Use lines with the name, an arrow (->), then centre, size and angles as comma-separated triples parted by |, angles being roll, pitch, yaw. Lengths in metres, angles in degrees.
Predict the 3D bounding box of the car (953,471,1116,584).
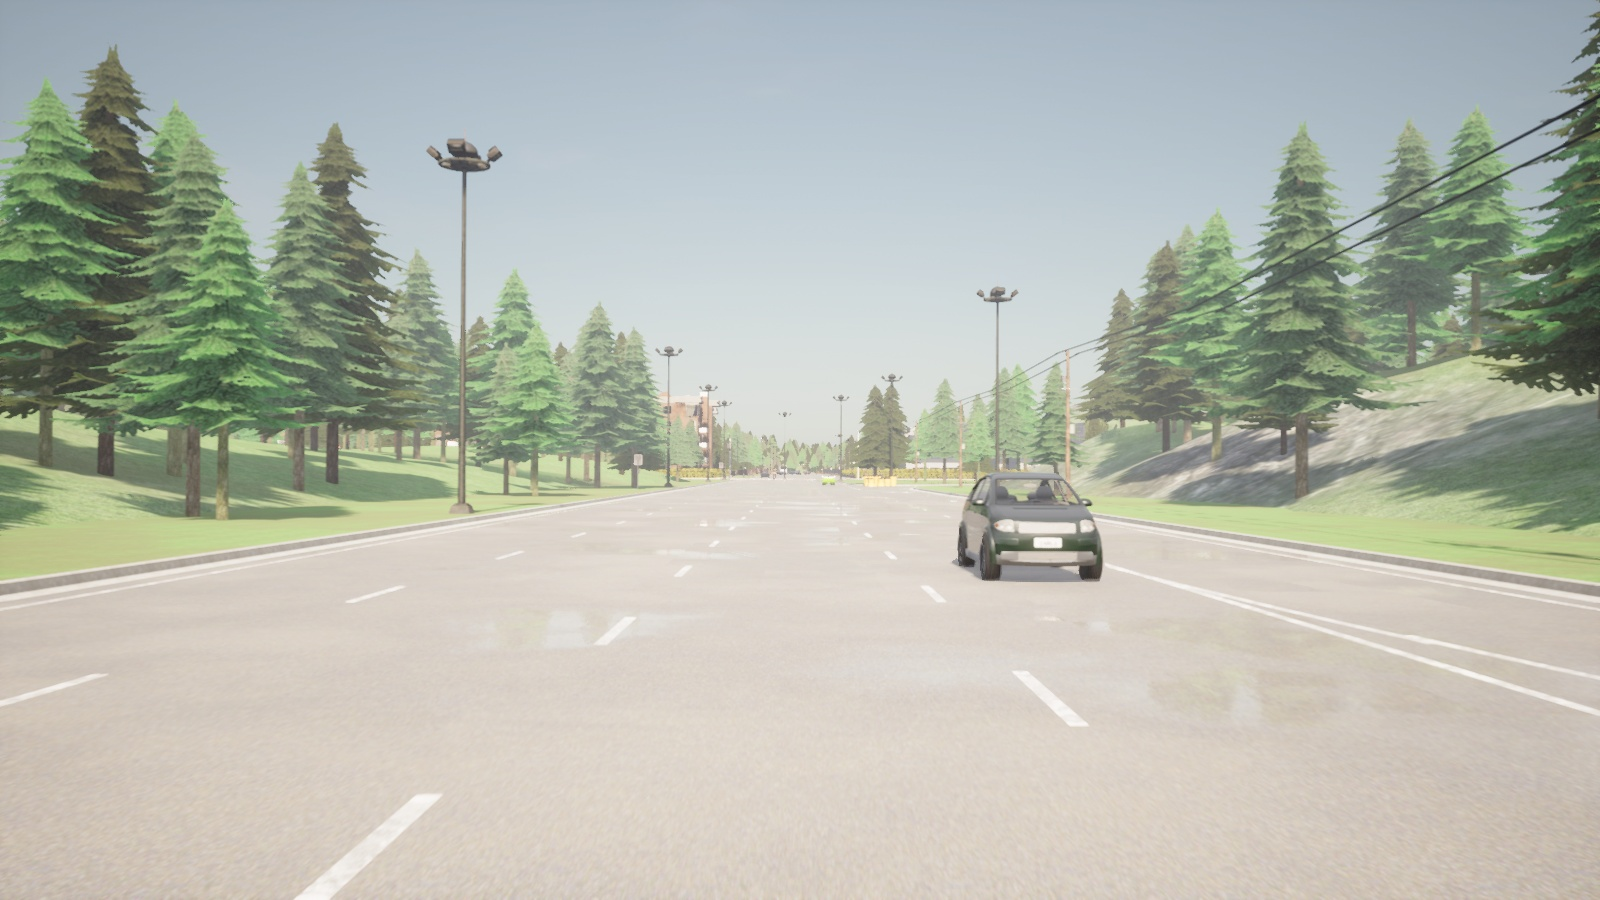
car -> 3.454, 1.099, 19.144 | 1.789, 1.549, 3.705 | 0, -1, 0
